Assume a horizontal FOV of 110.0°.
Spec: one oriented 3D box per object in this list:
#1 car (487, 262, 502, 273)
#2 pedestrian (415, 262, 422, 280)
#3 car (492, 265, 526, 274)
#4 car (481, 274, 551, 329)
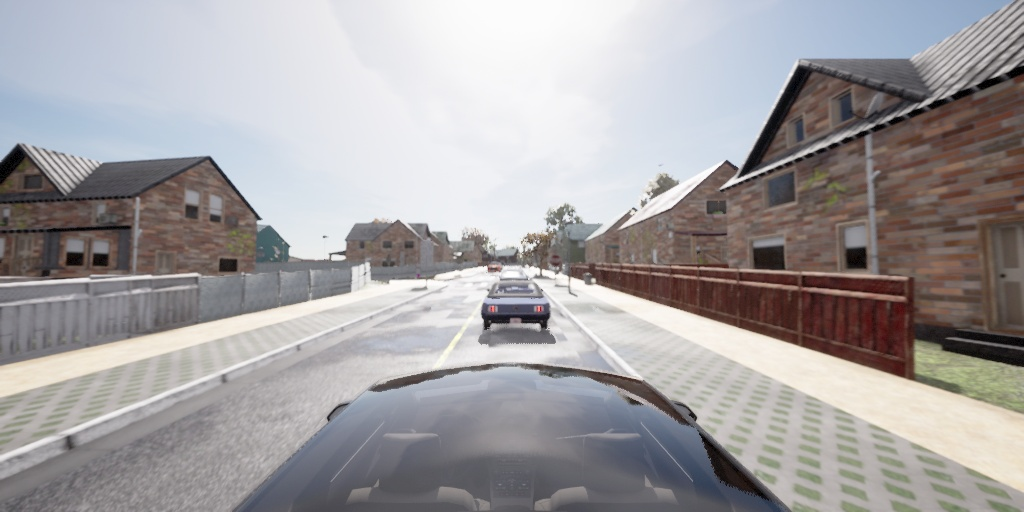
[{"bbox_3d":[-2.817,1.703,57.381,2.097,1.767,4.553,0,-1,0],"label":"car"},{"bbox_3d":[-9.914,1.540,38.024,0.375,1.860,0.375,0,-2,5],"label":"pedestrian"},{"bbox_3d":[0.097,1.483,21.694,2.033,1.411,5.357,0,-1,0],"label":"car"},{"bbox_3d":[0.100,1.438,11.615,1.895,1.301,4.718,0,-1,0],"label":"car"}]
